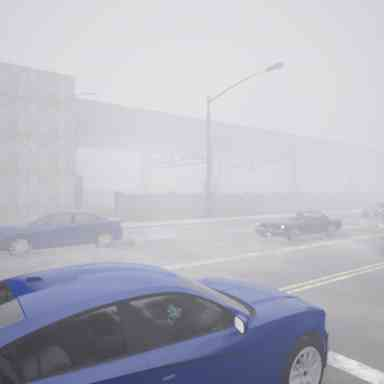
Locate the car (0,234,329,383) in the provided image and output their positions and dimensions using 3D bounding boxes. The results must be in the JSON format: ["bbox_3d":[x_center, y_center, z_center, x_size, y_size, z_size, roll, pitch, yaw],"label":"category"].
[{"bbox_3d":[-0.656,1.478,3.279,5.008,1.535,1.882,0,0,-36],"label":"car"}]

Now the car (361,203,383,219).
[{"bbox_3d":[16.605,1.597,28.753,4.718,1.301,1.895,0,0,-36],"label":"car"}]

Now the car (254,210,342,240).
[{"bbox_3d":[5.274,1.599,16.361,4.718,1.301,1.895,0,0,-36],"label":"car"}]

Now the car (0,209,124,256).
[{"bbox_3d":[-5.208,1.477,13.176,5.008,1.535,1.882,0,0,-36],"label":"car"}]
